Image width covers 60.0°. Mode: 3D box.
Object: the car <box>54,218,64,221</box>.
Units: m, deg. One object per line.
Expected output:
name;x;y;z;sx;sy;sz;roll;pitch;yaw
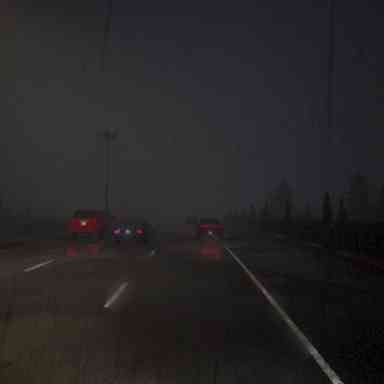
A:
car;-17.582;4.182;48.137;1.882;1.535;5.008;0;-4;0

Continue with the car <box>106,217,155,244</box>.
car;-3.406;2.363;20.271;2.033;1.411;5.357;0;-4;0

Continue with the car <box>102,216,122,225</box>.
car;-13.965;4.955;58.498;2.033;1.411;5.357;0;-4;2

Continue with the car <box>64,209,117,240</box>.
car;-6.907;2.281;23.865;2.150;2.045;5.566;0;-4;0

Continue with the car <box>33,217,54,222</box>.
car;-21.081;4.241;47.732;1.994;1.385;4.181;0;-4;0

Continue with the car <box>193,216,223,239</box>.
car;1.218;2.599;24.360;1.837;1.490;4.892;0;-4;0

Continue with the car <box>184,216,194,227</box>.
car;0.002;4.027;45.422;1.837;1.490;4.892;0;-4;0

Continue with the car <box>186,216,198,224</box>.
car;0.027;4.962;58.988;1.812;1.442;4.674;0;-4;5
